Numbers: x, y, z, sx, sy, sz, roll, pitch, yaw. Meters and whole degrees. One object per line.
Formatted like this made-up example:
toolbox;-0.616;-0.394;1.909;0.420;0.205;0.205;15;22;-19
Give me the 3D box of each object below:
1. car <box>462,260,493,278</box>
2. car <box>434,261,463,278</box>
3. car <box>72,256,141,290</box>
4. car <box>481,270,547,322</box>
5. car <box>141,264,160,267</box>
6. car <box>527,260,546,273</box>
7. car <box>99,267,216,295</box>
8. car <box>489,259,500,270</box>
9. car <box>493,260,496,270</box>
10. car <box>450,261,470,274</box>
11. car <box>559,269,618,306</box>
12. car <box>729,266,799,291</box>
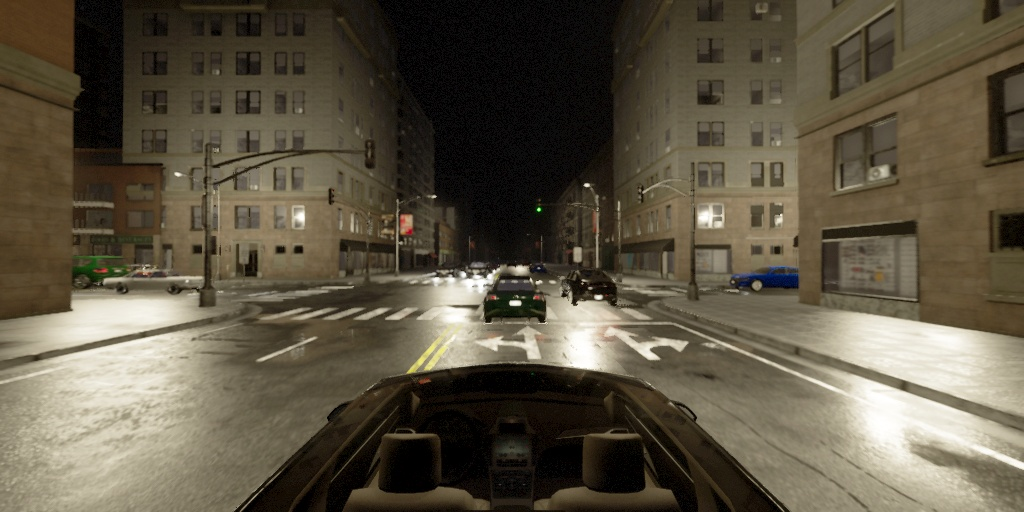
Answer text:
car;-3.365;1.391;35.941;2.128;1.511;4.902;0;0;0
car;-6.612;1.430;37.198;1.812;1.442;4.674;0;0;0
car;-27.556;1.038;22.677;5.566;2.045;2.150;0;0;0
car;0.089;1.361;12.515;1.994;1.385;4.181;0;0;0
car;-26.835;1.277;25.208;4.097;1.591;1.967;0;0;0
car;3.316;1.508;46.457;1.994;1.385;4.181;0;0;0
car;-19.189;1.403;19.694;4.718;1.301;1.895;0;0;3
car;-3.303;1.544;55.239;1.994;1.385;4.181;0;0;0
car;-3.359;1.540;45.205;1.895;1.301;4.718;0;0;0
car;-6.606;1.448;46.208;1.837;1.490;4.892;0;0;0
car;3.340;1.320;16.242;1.837;1.490;4.892;0;0;0
car;16.391;1.371;22.527;5.008;1.535;1.882;0;0;0
